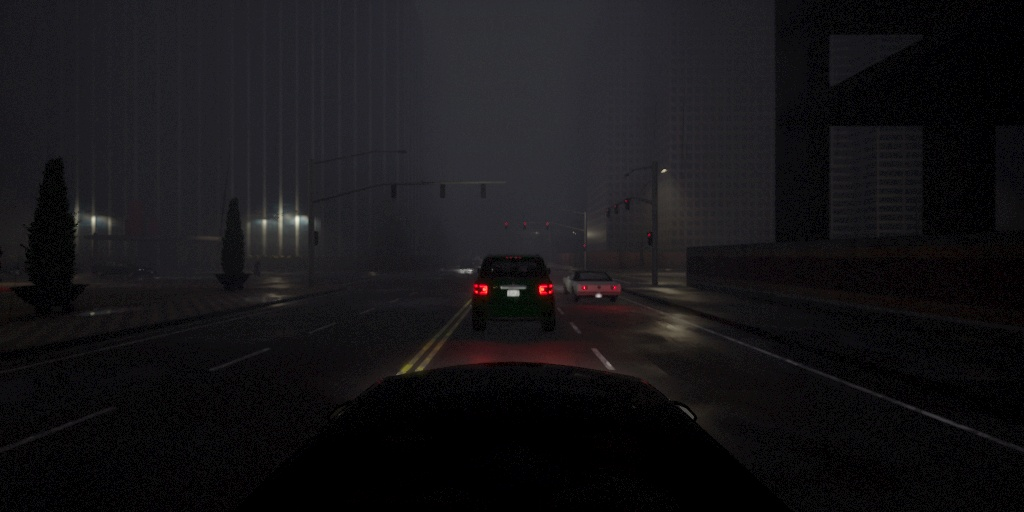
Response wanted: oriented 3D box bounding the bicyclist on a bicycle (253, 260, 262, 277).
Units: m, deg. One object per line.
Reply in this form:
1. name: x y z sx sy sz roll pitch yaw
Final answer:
1. bicyclist on a bicycle: -24.634 1.199 34.665 0.582 1.620 1.656 0 0 -13

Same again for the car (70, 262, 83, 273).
1. car: -50.676 1.271 40.198 4.674 1.442 1.812 0 0 0

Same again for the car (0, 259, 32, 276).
1. car: -50.667 1.310 36.686 4.181 1.385 1.994 0 0 3

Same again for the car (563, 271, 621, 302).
1. car: 3.599 1.349 17.033 1.895 1.301 4.718 0 0 0

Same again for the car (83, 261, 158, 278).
1. car: -35.719 1.234 33.127 4.902 1.511 2.128 0 0 0

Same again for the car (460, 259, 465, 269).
1. car: -7.020 1.234 56.654 2.128 1.511 4.902 0 0 0

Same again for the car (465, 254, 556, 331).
1. car: 0.060 0.970 11.116 2.150 2.045 5.566 0 0 1

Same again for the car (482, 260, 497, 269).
1. car: -3.519 1.291 56.491 2.033 1.411 5.357 0 0 0
